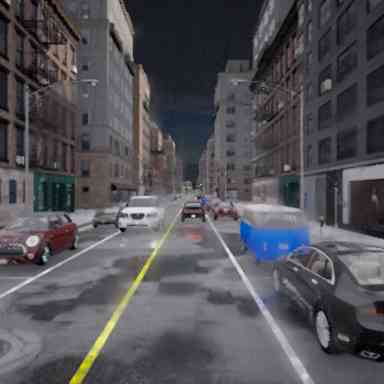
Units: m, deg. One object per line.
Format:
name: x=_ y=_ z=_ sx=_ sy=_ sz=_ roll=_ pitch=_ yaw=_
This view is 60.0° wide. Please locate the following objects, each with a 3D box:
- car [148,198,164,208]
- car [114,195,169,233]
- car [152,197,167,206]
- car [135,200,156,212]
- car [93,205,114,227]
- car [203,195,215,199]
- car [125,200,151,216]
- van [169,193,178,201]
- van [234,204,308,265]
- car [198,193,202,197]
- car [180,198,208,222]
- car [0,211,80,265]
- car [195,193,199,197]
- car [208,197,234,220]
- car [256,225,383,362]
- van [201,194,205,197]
car: x=-5.381 y=1.584 z=50.003 sx=1.887 sy=1.381 sz=4.507 roll=0 pitch=0 yaw=0
car: x=-2.847 y=1.235 z=20.010 sx=2.150 sy=2.045 sz=5.566 roll=0 pitch=0 yaw=0
car: x=-5.380 y=1.609 z=55.513 sx=1.947 sy=1.339 sz=4.313 roll=0 pitch=0 yaw=0
car: x=-5.383 y=1.613 z=38.980 sx=1.802 sy=1.307 sz=4.206 roll=0 pitch=0 yaw=0
car: x=-5.385 y=1.567 z=22.447 sx=2.008 sy=1.369 sz=4.403 roll=0 pitch=0 yaw=0
car: x=2.642 y=1.471 z=38.980 sx=1.967 sy=1.590 sz=4.097 roll=0 pitch=0 yaw=0
car: x=-5.383 y=1.571 z=33.469 sx=1.887 sy=1.381 sz=4.507 roll=0 pitch=0 yaw=0
van: x=-5.396 y=1.403 z=87.477 sx=1.690 sy=1.788 sz=3.998 roll=0 pitch=0 yaw=0
van: x=2.638 y=1.348 z=11.425 sx=1.690 sy=1.788 sz=3.998 roll=0 pitch=0 yaw=0
car: x=2.645 y=1.358 z=55.513 sx=2.192 sy=1.841 sz=5.009 roll=0 pitch=0 yaw=0
car: x=0.104 y=1.524 z=26.888 sx=1.837 sy=1.490 sz=4.892 roll=0 pitch=0 yaw=0
car: x=-5.386 y=1.447 z=11.426 sx=1.967 sy=1.590 sz=4.097 roll=0 pitch=0 yaw=0
car: x=2.718 y=1.380 z=92.884 sx=2.192 sy=1.841 sz=5.009 roll=0 pitch=0 yaw=0
car: x=2.641 y=1.461 z=27.957 sx=1.967 sy=1.590 sz=4.097 roll=0 pitch=0 yaw=0
car: x=2.638 y=1.553 z=5.914 sx=2.008 sy=1.369 sz=4.403 roll=0 pitch=0 yaw=0
van: x=2.644 y=1.380 z=50.001 sx=1.690 sy=1.788 sz=3.998 roll=0 pitch=0 yaw=0
